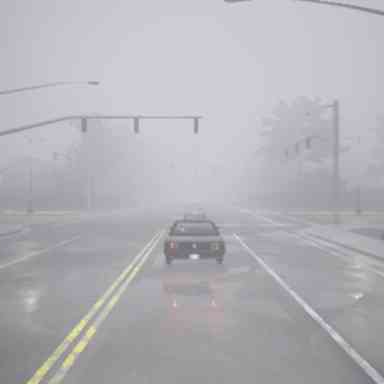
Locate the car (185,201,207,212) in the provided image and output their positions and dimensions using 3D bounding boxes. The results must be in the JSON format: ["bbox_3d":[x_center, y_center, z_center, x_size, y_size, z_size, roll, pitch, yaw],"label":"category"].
[{"bbox_3d":[0.294,1.599,30.842,1.812,1.442,4.674,0,0,2],"label":"car"}]

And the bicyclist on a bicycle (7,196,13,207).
[{"bbox_3d":[-26.474,1.415,48.402,0.582,1.620,1.656,0,0,1],"label":"bicyclist on a bicycle"}]

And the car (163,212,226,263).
[{"bbox_3d":[0.078,1.630,12.046,1.895,1.301,4.718,0,0,0],"label":"car"}]
